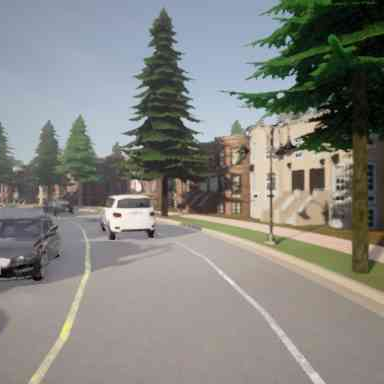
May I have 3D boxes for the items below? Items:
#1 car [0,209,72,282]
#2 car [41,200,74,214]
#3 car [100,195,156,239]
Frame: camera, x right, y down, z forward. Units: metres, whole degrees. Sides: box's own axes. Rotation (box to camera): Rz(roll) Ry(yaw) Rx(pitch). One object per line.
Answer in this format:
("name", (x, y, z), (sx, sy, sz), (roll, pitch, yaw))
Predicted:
("car", (-4.980, 1.486, 9.649), (2.128, 1.511, 4.902), (0, 0, -14))
("car", (-13.398, 1.483, 33.282), (1.812, 1.442, 4.674), (0, 0, -42))
("car", (-3.444, 1.174, 17.320), (2.150, 2.045, 5.566), (0, 0, -21))
